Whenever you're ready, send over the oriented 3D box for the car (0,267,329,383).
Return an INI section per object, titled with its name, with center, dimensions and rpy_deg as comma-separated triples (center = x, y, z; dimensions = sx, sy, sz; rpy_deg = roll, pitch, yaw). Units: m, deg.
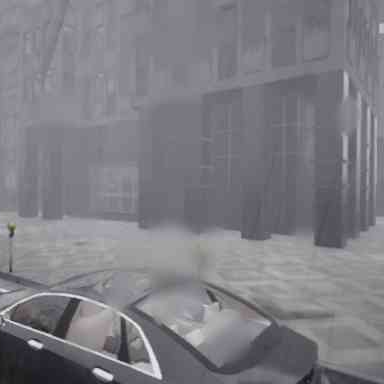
[car]
center = -0.907, 1.527, 3.576
dimensions = 4.403, 1.369, 2.008
rpy_deg = 1, 1, 35
